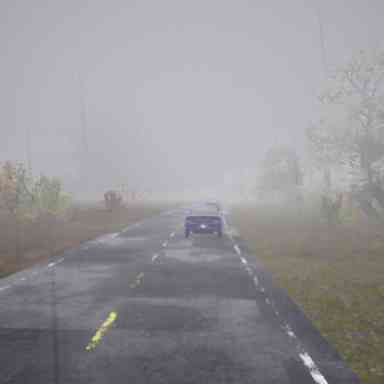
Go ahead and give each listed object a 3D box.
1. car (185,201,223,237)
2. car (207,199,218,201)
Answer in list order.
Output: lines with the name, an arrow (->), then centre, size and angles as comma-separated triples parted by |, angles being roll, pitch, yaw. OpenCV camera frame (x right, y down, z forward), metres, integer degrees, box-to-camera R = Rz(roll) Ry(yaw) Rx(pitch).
car -> 0.658, 1.475, 18.262 | 1.882, 1.535, 5.008 | 0, 0, 3
car -> 2.402, 1.518, 39.229 | 1.812, 1.442, 4.674 | 0, 0, 6
